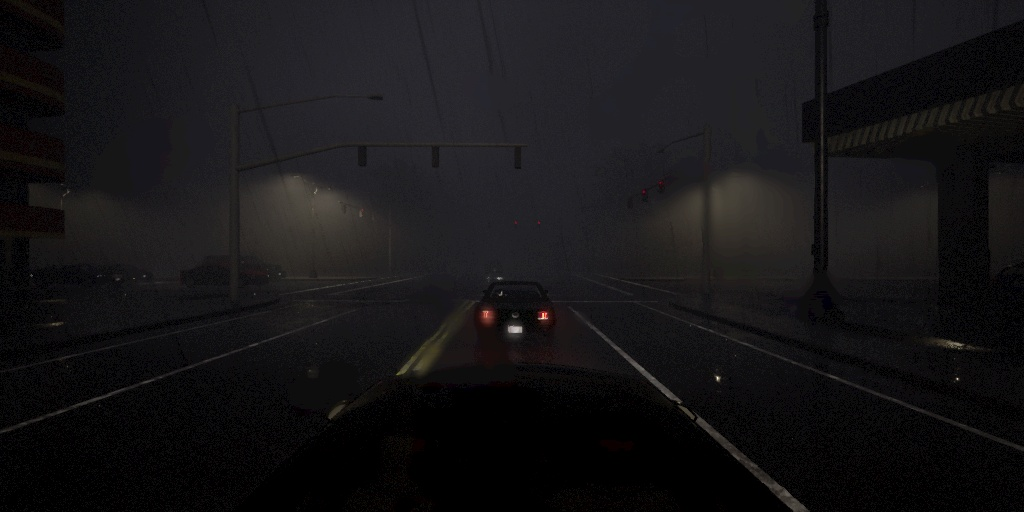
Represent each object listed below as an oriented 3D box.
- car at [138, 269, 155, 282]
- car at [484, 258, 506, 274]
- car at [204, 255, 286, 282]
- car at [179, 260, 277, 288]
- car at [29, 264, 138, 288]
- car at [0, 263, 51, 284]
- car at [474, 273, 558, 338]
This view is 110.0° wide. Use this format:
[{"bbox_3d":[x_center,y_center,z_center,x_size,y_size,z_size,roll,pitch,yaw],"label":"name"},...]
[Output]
[{"bbox_3d":[-29.309,1.314,26.659,4.181,1.385,1.994,0,0,0],"label":"car"},{"bbox_3d":[-2.077,1.242,39.372,2.128,1.511,4.902,0,0,-7],"label":"car"},{"bbox_3d":[-19.891,0.971,26.509,5.566,2.045,2.150,0,0,1],"label":"car"},{"bbox_3d":[-18.330,1.228,22.961,5.008,1.535,1.882,0,0,1],"label":"car"},{"bbox_3d":[-27.833,1.241,23.135,4.902,1.511,2.128,0,0,1],"label":"car"},{"bbox_3d":[-37.991,1.276,26.825,4.674,1.442,1.812,0,0,1],"label":"car"},{"bbox_3d":[0.097,1.351,10.193,1.895,1.301,4.718,0,0,0],"label":"car"}]
